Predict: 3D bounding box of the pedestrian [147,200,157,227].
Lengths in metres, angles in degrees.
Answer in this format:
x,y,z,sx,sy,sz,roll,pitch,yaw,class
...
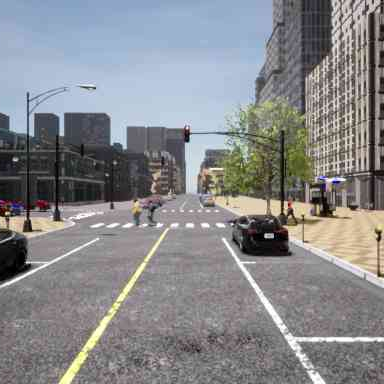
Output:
x,y,z,sx,sy,sz,roll,pitch,yaw,class
-2.580,1.295,21.346,0.375,1.860,0.375,0,0,0,pedestrian

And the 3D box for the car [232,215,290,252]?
x,y,z,sx,sy,sz,roll,pitch,yaw,class
2.698,1.567,13.690,1.947,1.339,4.313,0,0,0,car

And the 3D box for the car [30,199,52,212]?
x,y,z,sx,sy,sz,roll,pitch,yaw,class
-17.257,1.372,35.175,4.507,1.381,1.887,1,-1,-1,car

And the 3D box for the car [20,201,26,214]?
x,y,z,sx,sy,sz,roll,pitch,yaw,class
-17.363,1.322,29.371,4.674,1.442,1.812,1,0,-2,car

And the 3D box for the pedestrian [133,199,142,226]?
x,y,z,sx,sy,sz,roll,pitch,yaw,class
-3.624,1.295,21.860,0.375,1.860,0.375,0,0,0,pedestrian

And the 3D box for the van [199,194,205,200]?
x,y,z,sx,sy,sz,roll,pitch,yaw,class
2.725,1.349,90.576,1.690,1.788,3.998,0,0,0,van

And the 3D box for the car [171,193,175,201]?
x,y,z,sx,sy,sz,roll,pitch,yaw,class
-5.661,1.532,79.304,1.752,1.417,4.829,0,0,0,car

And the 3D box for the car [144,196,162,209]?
x,y,z,sx,sy,sz,roll,pitch,yaw,class
-5.672,1.585,46.168,1.802,1.307,4.206,0,0,0,car

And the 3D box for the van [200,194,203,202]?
x,y,z,sx,sy,sz,roll,pitch,yaw,class
2.714,1.345,57.270,1.690,1.788,3.998,0,0,0,van

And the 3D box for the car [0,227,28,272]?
x,y,z,sx,sy,sz,roll,pitch,yaw,class
-5.684,1.566,8.153,1.947,1.339,4.313,0,0,0,car

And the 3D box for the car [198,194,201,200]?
x,y,z,sx,sy,sz,roll,pitch,yaw,class
2.716,1.556,68.372,2.008,1.369,4.403,0,0,0,car

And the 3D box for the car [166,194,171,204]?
x,y,z,sx,sy,sz,roll,pitch,yaw,class
-5.666,1.555,62.822,2.008,1.369,4.403,0,0,0,car

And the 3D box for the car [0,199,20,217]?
x,y,z,sx,sy,sz,roll,pitch,yaw,class
-17.139,1.101,26.800,5.009,1.841,2.192,1,-1,-1,car

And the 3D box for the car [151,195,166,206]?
x,y,z,sx,sy,sz,roll,pitch,yaw,class
-5.669,1.318,51.719,2.192,1.841,5.009,0,0,0,car

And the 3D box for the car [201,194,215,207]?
x,y,z,sx,sy,sz,roll,pitch,yaw,class
2.711,1.529,51.889,1.752,1.417,4.829,0,0,0,car

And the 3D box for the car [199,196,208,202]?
x,y,z,sx,sy,sz,roll,pitch,yaw,class
2.720,1.573,79.474,1.947,1.339,4.313,0,0,0,car

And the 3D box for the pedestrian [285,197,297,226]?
x,y,z,sx,sy,sz,roll,pitch,yaw,class
6.103,1.143,20.648,0.375,1.860,0.375,0,0,0,pedestrian
